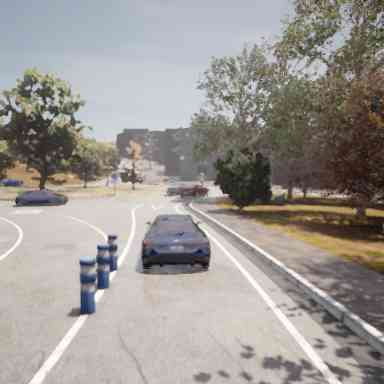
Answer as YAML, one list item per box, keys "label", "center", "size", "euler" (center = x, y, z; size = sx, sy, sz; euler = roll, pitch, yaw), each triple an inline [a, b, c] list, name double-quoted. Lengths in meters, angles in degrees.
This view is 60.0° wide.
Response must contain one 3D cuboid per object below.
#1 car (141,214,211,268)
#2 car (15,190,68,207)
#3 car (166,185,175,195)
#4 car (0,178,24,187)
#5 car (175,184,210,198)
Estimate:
- label: "car"
  center: [-0.581, 1.415, 10.889]
  size: [1.994, 1.385, 4.181]
  euler: [0, 2, -5]
- label: "car"
  center: [-13.098, 0.495, 29.114]
  size: [4.181, 1.385, 1.994]
  euler: [-1, 4, -10]
- label: "car"
  center: [-1.258, -0.349, 41.820]
  size: [2.033, 1.411, 5.357]
  euler: [2, 4, 27]
- label: "car"
  center: [-34.472, -1.807, 62.752]
  size: [1.882, 1.535, 5.008]
  euler: [3, 4, 36]
- label: "car"
  center: [0.445, -0.194, 38.302]
  size: [1.882, 1.535, 5.008]
  euler: [1, 4, 28]
